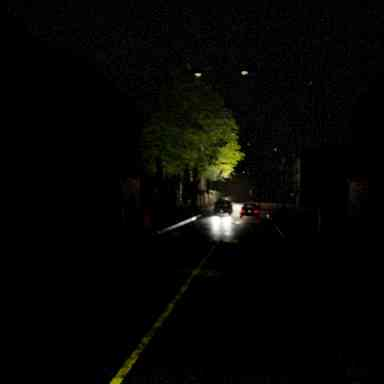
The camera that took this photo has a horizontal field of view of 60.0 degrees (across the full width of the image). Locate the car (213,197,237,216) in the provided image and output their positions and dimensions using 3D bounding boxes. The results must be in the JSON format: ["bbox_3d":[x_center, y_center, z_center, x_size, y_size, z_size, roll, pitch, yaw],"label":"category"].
[{"bbox_3d":[3.385,1.682,35.573,2.128,1.511,4.902,2,0,10],"label":"car"}]

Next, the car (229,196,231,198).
[{"bbox_3d":[6.476,1.946,68.837,2.008,1.369,4.403,3,0,10],"label":"car"}]

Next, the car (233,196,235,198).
[{"bbox_3d":[9.213,2.134,84.956,1.802,1.307,4.206,3,0,10],"label":"car"}]

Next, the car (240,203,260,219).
[{"bbox_3d":[5.558,1.791,32.013,2.033,1.411,5.357,2,0,11],"label":"car"}]

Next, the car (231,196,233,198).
[{"bbox_3d":[7.388,2.011,74.210,1.947,1.339,4.313,3,0,10],"label":"car"}]

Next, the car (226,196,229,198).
[{"bbox_3d":[5.254,1.883,61.807,2.008,1.369,4.403,3,0,10],"label":"car"}]
